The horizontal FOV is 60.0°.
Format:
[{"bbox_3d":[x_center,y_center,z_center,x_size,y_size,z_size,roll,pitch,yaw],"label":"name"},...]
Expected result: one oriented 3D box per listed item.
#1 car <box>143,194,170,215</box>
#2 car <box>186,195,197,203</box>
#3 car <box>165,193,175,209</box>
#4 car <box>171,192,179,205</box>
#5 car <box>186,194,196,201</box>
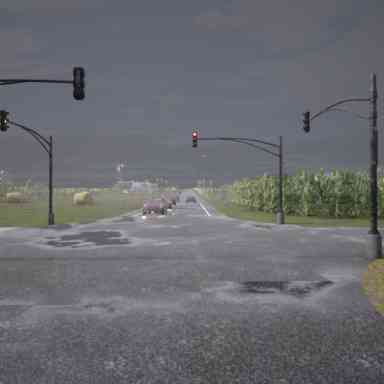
[{"bbox_3d":[-3.718,1.325,33.910,2.097,1.767,4.553,0,0,0],"label":"car"},{"bbox_3d":[-0.120,1.410,66.140,1.837,1.490,4.892,0,0,0],"label":"car"},{"bbox_3d":[-3.712,1.310,44.006,2.097,1.767,4.553,0,0,0],"label":"car"},{"bbox_3d":[-3.730,1.159,54.743,2.150,2.045,5.566,0,0,0],"label":"car"},{"bbox_3d":[-0.198,1.330,76.444,2.128,1.511,4.902,0,0,0],"label":"car"}]
